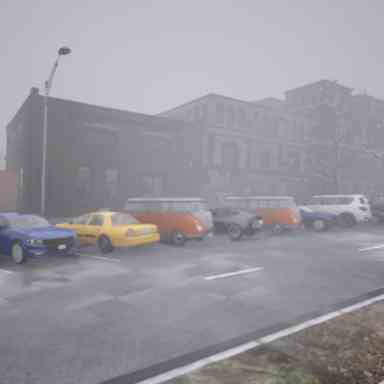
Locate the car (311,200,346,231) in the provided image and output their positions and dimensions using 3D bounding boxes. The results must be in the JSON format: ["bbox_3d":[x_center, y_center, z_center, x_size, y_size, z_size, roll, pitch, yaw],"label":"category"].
[{"bbox_3d":[6.311,1.459,20.277,5.008,1.535,2.097,-1,-1,35],"label":"car"}]

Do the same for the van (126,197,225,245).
[{"bbox_3d":[-1.023,1.233,15.077,4.442,1.987,1.878,-1,-1,35],"label":"van"}]

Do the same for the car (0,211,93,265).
[{"bbox_3d":[-6.065,1.459,11.696,5.008,1.535,2.097,-1,-1,35],"label":"car"}]

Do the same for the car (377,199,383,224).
[{"bbox_3d":[11.259,1.459,23.688,5.008,1.535,2.097,-1,-1,35],"label":"car"}]

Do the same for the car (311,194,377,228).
[{"bbox_3d":[8.760,1.208,21.995,5.566,2.045,2.435,-1,-1,35],"label":"car"}]

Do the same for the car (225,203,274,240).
[{"bbox_3d":[1.332,1.490,16.869,4.792,1.488,2.163,-1,-1,35],"label":"car"}]

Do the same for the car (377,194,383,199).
[{"bbox_3d":[13.707,1.208,25.404,5.566,2.045,2.435,-1,-1,35],"label":"car"}]

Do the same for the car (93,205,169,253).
[{"bbox_3d":[-3.748,1.459,13.519,5.366,1.575,1.946,-1,-1,35],"label":"car"}]

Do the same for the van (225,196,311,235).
[{"bbox_3d":[3.932,1.232,18.506,4.442,1.987,1.878,-1,-1,35],"label":"van"}]
